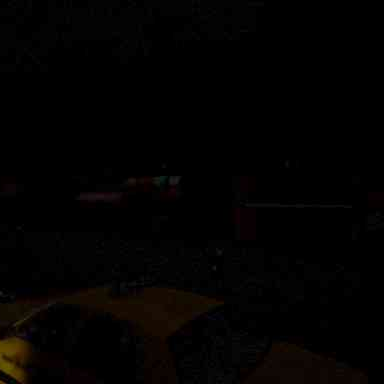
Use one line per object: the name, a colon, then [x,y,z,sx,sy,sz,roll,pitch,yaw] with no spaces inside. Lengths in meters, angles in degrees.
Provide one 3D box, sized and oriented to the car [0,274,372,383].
car: [-0.815,1.526,3.402,4.829,1.417,1.752,0,-1,36]
